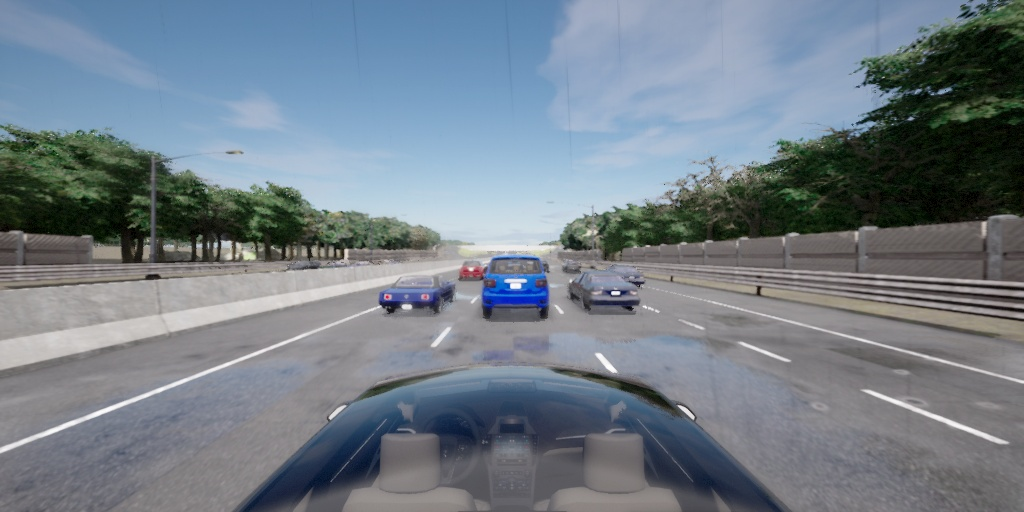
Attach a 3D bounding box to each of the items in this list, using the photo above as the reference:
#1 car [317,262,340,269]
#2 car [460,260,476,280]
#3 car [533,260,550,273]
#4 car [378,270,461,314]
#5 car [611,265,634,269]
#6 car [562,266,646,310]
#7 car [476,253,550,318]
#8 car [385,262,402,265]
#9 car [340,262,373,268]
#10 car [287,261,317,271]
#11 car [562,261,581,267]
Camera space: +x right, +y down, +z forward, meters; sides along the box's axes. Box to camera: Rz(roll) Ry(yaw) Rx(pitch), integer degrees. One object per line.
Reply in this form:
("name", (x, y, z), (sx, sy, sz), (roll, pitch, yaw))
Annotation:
("car", (-20.901, 1.410, 43.023), (1.895, 1.301, 4.718), (0, 0, 1))
("car", (-3.303, 1.142, 31.359), (2.097, 1.767, 4.553), (0, 0, 0))
("car", (3.709, 1.324, 46.089), (1.837, 1.490, 4.892), (0, 0, 1))
("car", (-3.382, 1.360, 13.817), (1.895, 1.301, 4.718), (0, 0, 0))
("car", (7.133, 1.324, 23.777), (2.033, 1.411, 5.357), (0, 0, 1))
("car", (3.519, 1.308, 14.640), (2.033, 1.411, 5.357), (0, 0, 0))
("car", (0.116, 0.980, 13.254), (2.150, 2.045, 5.566), (0, 0, 0))
("car", (-13.907, 1.373, 42.211), (1.994, 1.385, 4.181), (0, 0, 1))
("car", (-17.420, 1.408, 41.249), (1.895, 1.301, 4.718), (0, 0, 1))
("car", (-24.403, 1.314, 42.368), (1.837, 1.490, 4.892), (0, -1, 1))
("car", (7.292, 1.307, 44.268), (2.128, 1.511, 4.902), (0, 0, 1))
